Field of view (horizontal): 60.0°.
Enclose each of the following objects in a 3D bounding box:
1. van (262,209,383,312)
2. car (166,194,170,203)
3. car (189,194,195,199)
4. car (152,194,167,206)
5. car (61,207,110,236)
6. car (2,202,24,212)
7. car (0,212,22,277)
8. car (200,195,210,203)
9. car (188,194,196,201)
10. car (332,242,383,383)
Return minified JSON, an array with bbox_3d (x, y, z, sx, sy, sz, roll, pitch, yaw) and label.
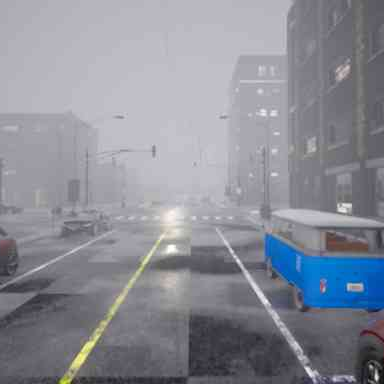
[{"bbox_3d":[2.708,1.339,7.363,1.690,1.788,3.998,1,0,0],"label":"van"},{"bbox_3d":[-5.677,1.522,61.822,1.887,1.381,4.507,1,0,0],"label":"car"},{"bbox_3d":[-0.001,1.276,94.237,1.882,1.535,5.008,0,0,0],"label":"car"},{"bbox_3d":[-5.753,1.525,56.141,1.887,1.381,4.507,1,0,0],"label":"car"},{"bbox_3d":[-5.677,1.545,18.185,2.008,1.369,4.403,1,0,0],"label":"car"},{"bbox_3d":[-19.300,1.602,33.439,4.507,1.381,1.887,0,-1,1],"label":"car"},{"bbox_3d":[-5.674,1.438,7.371,1.967,1.590,4.097,1,0,0],"label":"car"},{"bbox_3d":[2.705,1.415,67.571,1.967,1.590,4.097,1,0,0],"label":"car"},{"bbox_3d":[0.000,1.461,83.811,1.837,1.490,4.892,0,0,0],"label":"car"},{"bbox_3d":[2.706,1.440,1.956,1.967,1.590,4.097,1,0,0],"label":"car"}]
